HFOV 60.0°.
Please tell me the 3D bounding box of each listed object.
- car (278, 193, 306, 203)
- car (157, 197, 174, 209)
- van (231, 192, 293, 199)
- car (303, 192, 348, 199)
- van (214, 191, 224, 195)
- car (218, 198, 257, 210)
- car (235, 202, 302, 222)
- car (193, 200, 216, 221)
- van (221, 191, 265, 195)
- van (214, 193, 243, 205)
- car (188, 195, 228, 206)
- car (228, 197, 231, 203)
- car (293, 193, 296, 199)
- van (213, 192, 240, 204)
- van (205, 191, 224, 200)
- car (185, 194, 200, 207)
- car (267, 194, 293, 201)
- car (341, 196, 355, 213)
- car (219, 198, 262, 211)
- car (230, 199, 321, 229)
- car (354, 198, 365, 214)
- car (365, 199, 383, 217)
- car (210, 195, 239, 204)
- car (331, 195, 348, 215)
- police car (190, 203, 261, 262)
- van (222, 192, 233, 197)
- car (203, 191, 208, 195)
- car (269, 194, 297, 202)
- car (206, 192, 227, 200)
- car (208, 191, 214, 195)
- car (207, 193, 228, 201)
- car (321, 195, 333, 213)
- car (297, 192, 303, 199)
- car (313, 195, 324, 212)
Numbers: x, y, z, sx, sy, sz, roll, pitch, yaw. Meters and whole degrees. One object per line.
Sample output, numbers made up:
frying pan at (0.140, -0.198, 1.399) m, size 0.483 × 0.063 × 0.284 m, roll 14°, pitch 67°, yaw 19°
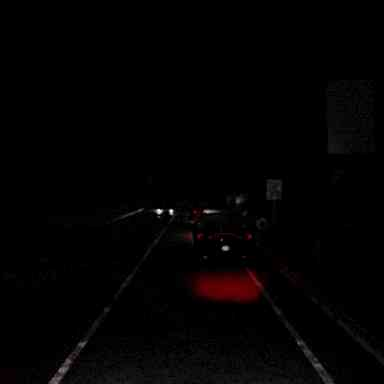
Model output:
car at (18.774, 1.118, 62.382) m, size 4.553 × 1.767 × 2.185 m, roll 0°, pitch 1°, yaw 0°
car at (-3.348, 1.399, 43.194) m, size 1.837 × 1.490 × 4.892 m, roll 0°, pitch 0°, yaw 0°
van at (5.834, 1.231, 28.260) m, size 4.442 × 1.987 × 1.878 m, roll 0°, pitch 0°, yaw 0°
car at (18.741, 1.141, 45.725) m, size 5.566 × 2.045 × 2.435 m, roll 0°, pitch 0°, yaw 0°
van at (5.803, 1.151, 47.892) m, size 4.442 × 1.987 × 1.878 m, roll 0°, pitch 0°, yaw 0°
car at (5.692, 1.455, 42.283) m, size 4.674 × 1.452 × 2.002 m, roll 0°, pitch 0°, yaw 0°
car at (5.724, 1.500, 25.457) m, size 4.674 × 1.452 × 2.002 m, roll 0°, pitch 0°, yaw 0°
car at (0.968, 1.466, 28.161) m, size 1.837 × 1.490 × 4.892 m, roll 0°, pitch 0°, yaw 0°
van at (5.820, 1.213, 36.672) m, size 4.442 × 1.987 × 1.878 m, roll 0°, pitch 0°, yaw 0°
van at (5.794, 1.099, 53.497) m, size 4.442 × 1.987 × 1.878 m, roll 0°, pitch 1°, yaw 0°
car at (0.969, 1.328, 22.123) m, size 2.097 × 1.767 × 4.553 m, roll 0°, pitch 0°, yaw 0°
car at (5.707, 1.453, 31.063) m, size 5.008 × 1.535 × 2.097 m, roll 0°, pitch 0°, yaw 0°
car at (18.942, 1.318, 54.055) m, size 5.366 × 1.575 × 1.946 m, roll 0°, pitch 1°, yaw 0°
van at (5.790, 1.073, 56.300) m, size 4.442 × 1.987 × 1.878 m, roll 0°, pitch 1°, yaw 0°
van at (5.516, 0.841, 81.528) m, size 4.442 × 1.987 × 1.878 m, roll 0°, pitch 1°, yaw 0°
car at (-0.007, 1.416, 47.556) m, size 2.033 × 1.411 × 5.357 m, roll 0°, pitch 0°, yaw 0°
car at (18.735, 1.168, 70.710) m, size 4.892 × 1.521 × 2.231 m, roll 0°, pitch 1°, yaw 0°
car at (18.782, 1.446, 34.620) m, size 5.008 × 1.535 × 2.097 m, roll 0°, pitch 0°, yaw 0°
car at (5.729, 1.460, 39.476) m, size 4.792 × 1.488 × 2.163 m, roll 0°, pitch 0°, yaw 0°
car at (5.541, 1.461, 22.653) m, size 5.366 × 1.575 × 1.946 m, roll 0°, pitch 0°, yaw 0°
car at (18.785, 1.453, 31.842) m, size 4.892 × 1.521 × 2.231 m, roll 0°, pitch 0°, yaw 0°
car at (18.767, 1.205, 29.068) m, size 5.566 × 2.045 × 2.435 m, roll 0°, pitch 0°, yaw 0°
car at (5.662, 1.274, 59.105) m, size 4.892 × 1.521 × 2.231 m, roll 0°, pitch 1°, yaw 0°
car at (18.967, 1.434, 37.398) m, size 5.366 × 1.575 × 1.946 m, roll 0°, pitch 0°, yaw 0°
police car at (0.972, 1.419, 12.251) m, size 1.930 × 1.638 × 5.238 m, roll 0°, pitch 0°, yaw 0°
van at (5.592, 1.222, 33.870) m, size 4.442 × 1.987 × 1.878 m, roll 0°, pitch 0°, yaw 0°
car at (5.627, 0.945, 67.512) m, size 5.566 × 2.045 × 2.435 m, roll 0°, pitch 1°, yaw 0°
car at (18.549, 1.190, 67.933) m, size 5.366 × 1.575 × 1.946 m, roll 0°, pitch 1°, yaw 0°
car at (5.610, 0.993, 75.923) m, size 4.553 × 1.767 × 2.185 m, roll 0°, pitch 1°, yaw 0°
car at (5.654, 1.100, 50.692) m, size 5.566 × 2.045 × 2.435 m, roll 0°, pitch 1°, yaw 0°
car at (5.615, 1.019, 73.120) m, size 4.553 × 1.767 × 2.185 m, roll 0°, pitch 1°, yaw 0°
car at (18.749, 1.458, 40.169) m, size 4.792 × 1.488 × 2.163 m, roll 0°, pitch 0°, yaw 0°
car at (18.793, 1.120, 48.502) m, size 5.566 × 2.045 × 2.435 m, roll 0°, pitch 1°, yaw 0°
car at (18.802, 1.440, 42.953) m, size 4.792 × 1.488 × 2.163 m, roll 0°, pitch 0°, yaw 0°
